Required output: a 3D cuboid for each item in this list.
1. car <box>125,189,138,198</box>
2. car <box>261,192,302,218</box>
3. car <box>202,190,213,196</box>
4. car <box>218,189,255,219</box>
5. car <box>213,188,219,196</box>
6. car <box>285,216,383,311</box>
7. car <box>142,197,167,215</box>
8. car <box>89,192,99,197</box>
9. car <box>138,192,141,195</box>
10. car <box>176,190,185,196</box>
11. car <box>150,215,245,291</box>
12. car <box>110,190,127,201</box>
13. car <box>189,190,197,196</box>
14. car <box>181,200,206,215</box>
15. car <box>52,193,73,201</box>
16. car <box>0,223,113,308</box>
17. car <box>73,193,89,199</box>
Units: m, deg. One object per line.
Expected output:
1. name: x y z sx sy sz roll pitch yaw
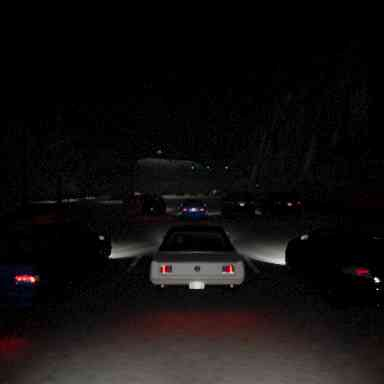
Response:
1. car: -13.880 0.477 72.130 2.150 2.045 5.566 0 1 0
2. car: 7.113 0.976 26.883 2.150 2.045 5.566 0 1 0
3. car: 3.775 0.388 90.613 2.128 1.511 4.902 0 1 0
4. car: 3.613 0.978 26.678 2.150 2.045 5.566 0 1 0
5. car: 7.276 0.406 90.768 2.033 1.411 5.357 0 1 0
6. car: 3.603 1.493 7.696 1.994 1.385 4.181 0 1 0
7. car: -3.385 1.215 30.476 2.128 1.511 4.902 0 1 0
8. car: -24.299 0.622 81.850 1.994 1.385 4.181 0 1 0
9. car: -13.795 0.582 82.312 1.812 1.442 4.674 0 1 0
10. car: -3.225 0.341 90.666 1.882 1.535 5.008 0 1 0
11. car: 0.103 1.520 8.736 1.895 1.301 4.718 0 1 0
12. car: -13.960 0.895 62.040 1.837 1.490 4.892 0 1 0
13. car: 0.278 0.410 91.019 1.994 1.385 4.181 0 1 0
14. car: 0.111 1.309 26.246 2.033 1.411 5.357 0 1 0
15. car: -24.460 0.868 62.097 1.882 1.535 5.008 0 1 0
16. car: -3.398 1.473 8.022 2.033 1.411 5.357 0 1 0
17. car: -24.383 0.854 71.779 1.895 1.301 4.718 0 1 0
